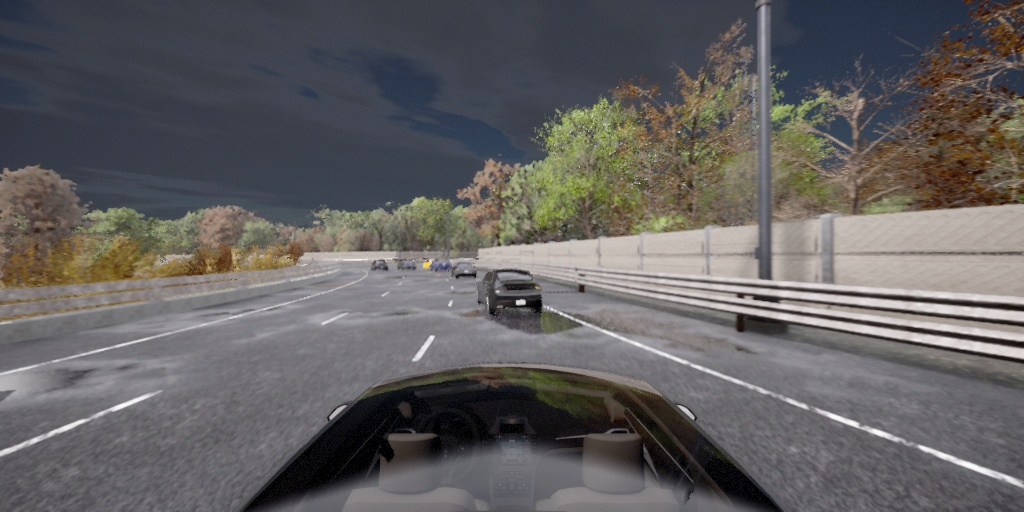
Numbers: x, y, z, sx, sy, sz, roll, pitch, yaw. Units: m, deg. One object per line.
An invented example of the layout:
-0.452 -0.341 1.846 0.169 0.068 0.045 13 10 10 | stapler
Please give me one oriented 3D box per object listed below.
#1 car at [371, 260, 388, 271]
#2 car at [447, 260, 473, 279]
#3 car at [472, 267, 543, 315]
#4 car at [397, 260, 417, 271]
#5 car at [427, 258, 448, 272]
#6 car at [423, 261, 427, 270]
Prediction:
-17.834 1.287 48.246 1.812 1.442 4.674 0 0 -28 | car
-4.383 1.273 32.159 1.994 1.385 4.181 0 0 -16 | car
-0.229 1.228 13.551 1.837 1.490 4.892 -1 0 -12 | car
-14.592 1.284 49.598 2.033 1.411 5.357 0 0 -28 | car
-9.192 1.062 46.126 2.097 1.767 4.553 0 0 -23 | car
-11.238 1.190 50.853 1.882 1.535 5.008 0 0 -28 | car
